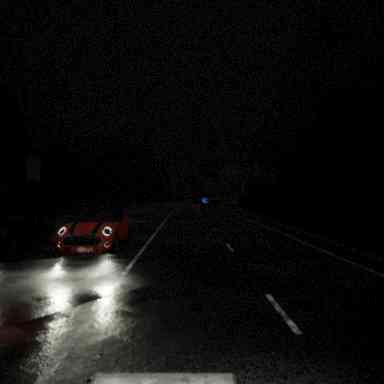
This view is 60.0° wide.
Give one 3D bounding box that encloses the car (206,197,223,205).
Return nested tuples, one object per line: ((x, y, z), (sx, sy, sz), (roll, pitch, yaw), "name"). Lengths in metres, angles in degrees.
((4.735, 1.872, 69.515), (1.882, 1.535, 5.008), (0, 0, 9), "car")

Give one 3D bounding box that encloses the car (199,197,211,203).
((3.243, 1.900, 79.844), (1.882, 1.535, 5.008), (0, 0, 14), "car")

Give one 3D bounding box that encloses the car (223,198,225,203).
((6.758, 1.955, 79.487), (1.837, 1.490, 4.892), (0, 0, 14), "car")

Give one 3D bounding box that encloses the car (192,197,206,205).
((1.248, 1.920, 69.846), (2.128, 1.511, 4.902), (0, 0, 9), "car")

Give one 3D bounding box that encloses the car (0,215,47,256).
((-7.293, 1.635, 13.339), (1.895, 1.301, 4.718), (0, 0, -1), "car")

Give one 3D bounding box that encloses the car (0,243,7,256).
((-3.636, 1.498, 2.145), (2.128, 1.511, 4.902), (0, 0, -1), "car")

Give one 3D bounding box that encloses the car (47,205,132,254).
((-3.795, 1.383, 13.533), (2.097, 1.767, 4.553), (0, 0, -1), "car")
